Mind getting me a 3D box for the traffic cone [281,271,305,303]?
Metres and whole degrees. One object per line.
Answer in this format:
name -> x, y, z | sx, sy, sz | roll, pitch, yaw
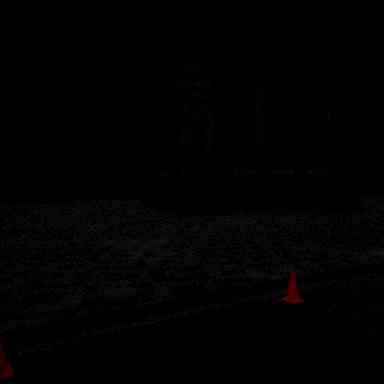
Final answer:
traffic cone -> 2.068, 1.916, 6.810 | 0.340, 0.580, 0.340 | 0, 0, -29
